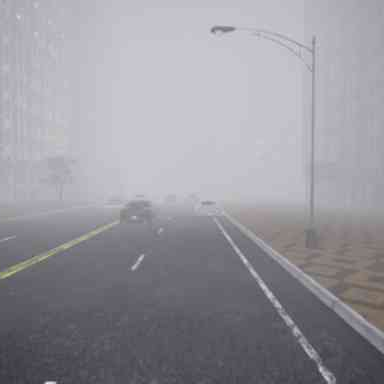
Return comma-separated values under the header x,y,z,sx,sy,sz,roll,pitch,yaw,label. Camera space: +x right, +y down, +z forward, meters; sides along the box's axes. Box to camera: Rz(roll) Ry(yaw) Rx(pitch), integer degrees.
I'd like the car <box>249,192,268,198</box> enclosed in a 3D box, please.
x,y,z,sx,sy,sz,roll,pitch,yaw,label
15.936,0.793,79.758,4.403,1.369,2.008,1,1,-1,car

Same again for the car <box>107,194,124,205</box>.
x,y,z,sx,sy,sz,roll,pitch,yaw,label
-9.799,0.996,43.697,1.994,1.385,4.181,0,1,1,car

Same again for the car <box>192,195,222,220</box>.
x,y,z,sx,sy,sz,roll,pitch,yaw,label
1.142,1.209,24.266,1.812,1.442,4.674,0,1,0,car

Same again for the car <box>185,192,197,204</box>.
x,y,z,sx,sy,sz,roll,pitch,yaw,label
0.032,0.881,45.885,1.882,1.535,5.008,0,1,0,car

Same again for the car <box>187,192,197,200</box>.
x,y,z,sx,sy,sz,roll,pitch,yaw,label
0.012,0.736,64.756,1.994,1.385,4.181,0,1,0,car

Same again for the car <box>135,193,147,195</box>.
x,y,z,sx,sy,sz,roll,pitch,yaw,label
-6.568,0.930,42.174,1.882,1.535,5.008,0,1,0,car

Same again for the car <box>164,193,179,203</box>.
x,y,z,sx,sy,sz,roll,pitch,yaw,label
-3.140,0.899,51.215,1.994,1.385,4.181,0,1,0,car

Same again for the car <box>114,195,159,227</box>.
x,y,z,sx,sy,sz,roll,pitch,yaw,label
-3.147,1.208,20.612,1.882,1.535,5.008,0,1,0,car
